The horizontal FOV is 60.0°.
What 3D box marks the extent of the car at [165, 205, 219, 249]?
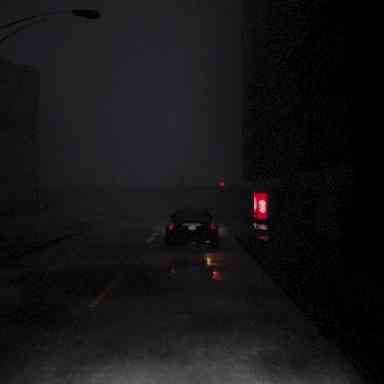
[{"bbox_3d":[0.000,1.365,14.620,2.097,1.767,4.553,0,0,0],"label":"car"}]
